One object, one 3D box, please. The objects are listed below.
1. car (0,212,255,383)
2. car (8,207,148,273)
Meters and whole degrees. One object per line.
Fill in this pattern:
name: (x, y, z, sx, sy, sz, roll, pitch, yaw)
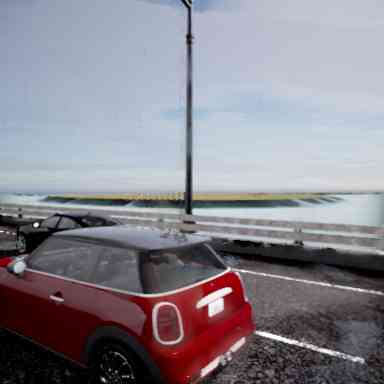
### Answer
car: (-1.452, 1.318, 5.041, 4.553, 1.767, 2.097, 1, 0, 36)
car: (-3.968, 1.396, 11.153, 5.008, 1.535, 1.882, 1, 0, 36)
